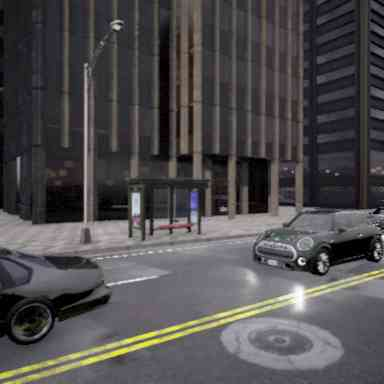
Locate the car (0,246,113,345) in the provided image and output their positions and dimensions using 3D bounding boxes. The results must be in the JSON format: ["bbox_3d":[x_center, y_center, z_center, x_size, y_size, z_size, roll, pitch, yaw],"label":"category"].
[{"bbox_3d":[-3.948,1.546,4.857,5.357,1.411,2.033,0,0,-35],"label":"car"}]

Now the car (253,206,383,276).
[{"bbox_3d":[4.062,1.379,10.559,4.553,1.767,2.097,0,0,-36],"label":"car"}]
